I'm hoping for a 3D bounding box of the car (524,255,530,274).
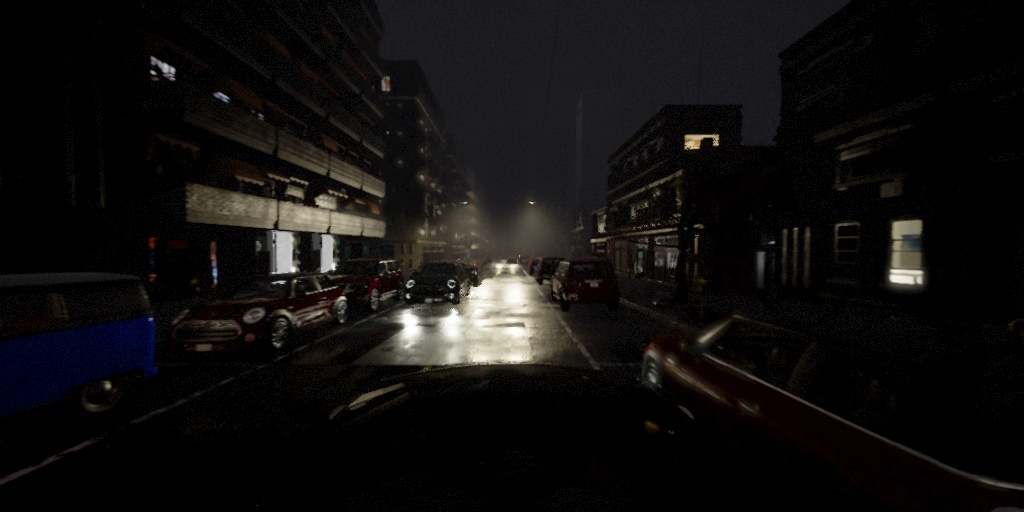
[{"bbox_3d":[2.689,0.923,35.647,2.192,1.841,5.009,0,0,0],"label":"car"}]

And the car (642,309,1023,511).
[{"bbox_3d":[2.689,1.184,3.203,1.967,1.591,4.097,0,0,0],"label":"car"}]

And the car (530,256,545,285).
[{"bbox_3d":[2.689,0.969,24.832,2.192,1.841,5.009,0,0,0],"label":"car"}]

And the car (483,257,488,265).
[{"bbox_3d":[-5.692,1.016,62.129,1.751,1.417,4.829,0,0,0],"label":"car"}]

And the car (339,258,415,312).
[{"bbox_3d":[-5.692,1.012,14.025,2.192,1.841,5.009,0,0,0],"label":"car"}]

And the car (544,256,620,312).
[{"bbox_3d":[2.689,1.014,14.018,2.192,1.841,5.009,0,0,0],"label":"car"}]

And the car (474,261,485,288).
[{"bbox_3d":[-3.000,1.227,22.592,1.994,1.385,4.181,0,0,0],"label":"car"}]

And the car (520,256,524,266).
[{"bbox_3d":[2.689,1.077,56.777,2.007,1.370,4.403,0,0,0],"label":"car"}]

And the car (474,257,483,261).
[{"bbox_3d":[-5.692,0.976,51.875,1.967,1.591,4.097,0,0,0],"label":"car"}]

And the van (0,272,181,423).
[{"bbox_3d":[-5.692,1.083,3.211,1.690,1.789,3.998,0,0,0],"label":"van"}]

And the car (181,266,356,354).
[{"bbox_3d":[-5.692,1.159,8.618,1.967,1.591,4.097,0,0,0],"label":"car"}]

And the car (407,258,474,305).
[{"bbox_3d":[-3.068,1.043,15.510,2.097,1.767,4.553,0,0,0],"label":"car"}]
